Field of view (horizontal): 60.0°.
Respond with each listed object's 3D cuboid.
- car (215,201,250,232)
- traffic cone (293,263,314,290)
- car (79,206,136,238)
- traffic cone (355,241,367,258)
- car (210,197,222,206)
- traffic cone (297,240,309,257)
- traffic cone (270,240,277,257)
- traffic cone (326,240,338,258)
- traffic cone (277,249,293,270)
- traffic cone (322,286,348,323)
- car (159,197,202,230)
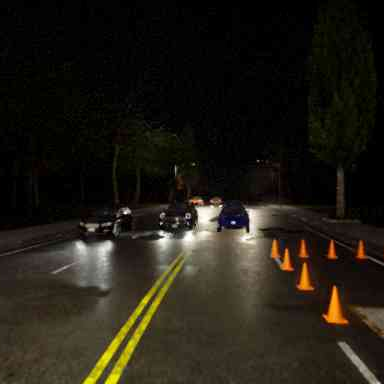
[{"bbox_3d":[2.621,1.565,20.986,1.882,1.535,5.008,0,0,7],"label":"car"},{"bbox_3d":[2.698,1.991,7.955,0.340,0.580,0.340,0,0,4],"label":"traffic cone"},{"bbox_3d":[-4.493,1.547,18.320,2.128,1.511,4.902,0,0,7],"label":"car"},{"bbox_3d":[5.965,2.012,11.737,0.340,0.580,0.340,0,0,4],"label":"traffic cone"},{"bbox_3d":[4.620,1.709,63.129,2.097,1.767,4.553,0,-1,8],"label":"car"},{"bbox_3d":[3.972,2.007,11.877,0.340,0.580,0.340,0,0,4],"label":"traffic cone"},{"bbox_3d":[2.975,2.005,11.946,0.340,0.580,0.340,0,0,4],"label":"traffic cone"},{"bbox_3d":[4.969,2.010,11.808,0.340,0.580,0.340,0,0,4],"label":"traffic cone"},{"bbox_3d":[2.836,1.998,9.951,0.340,0.580,0.340,0,0,4],"label":"traffic cone"},{"bbox_3d":[2.559,1.986,5.960,0.340,0.580,0.340,0,0,4],"label":"traffic cone"},{"bbox_3d":[-0.762,1.434,21.849,2.097,1.767,4.553,0,0,7],"label":"car"}]
